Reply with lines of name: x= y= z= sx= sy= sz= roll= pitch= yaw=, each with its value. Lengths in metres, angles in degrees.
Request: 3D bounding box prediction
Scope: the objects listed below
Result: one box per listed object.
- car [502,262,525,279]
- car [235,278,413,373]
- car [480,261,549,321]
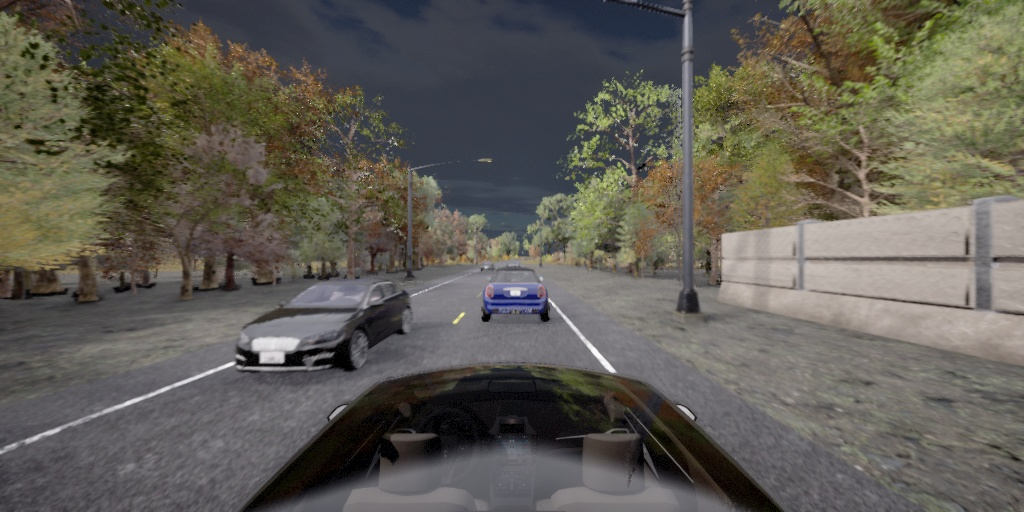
car: x=0.129 y=1.394 z=36.544 sx=2.128 sy=1.511 sz=4.902 roll=0 pitch=0 yaw=0
car: x=-3.593 y=1.272 z=7.831 sx=2.128 sy=1.511 sz=4.902 roll=0 pitch=0 yaw=0
car: x=0.107 y=1.156 z=12.958 sx=2.097 sy=1.767 sz=4.553 roll=0 pitch=0 yaw=0
